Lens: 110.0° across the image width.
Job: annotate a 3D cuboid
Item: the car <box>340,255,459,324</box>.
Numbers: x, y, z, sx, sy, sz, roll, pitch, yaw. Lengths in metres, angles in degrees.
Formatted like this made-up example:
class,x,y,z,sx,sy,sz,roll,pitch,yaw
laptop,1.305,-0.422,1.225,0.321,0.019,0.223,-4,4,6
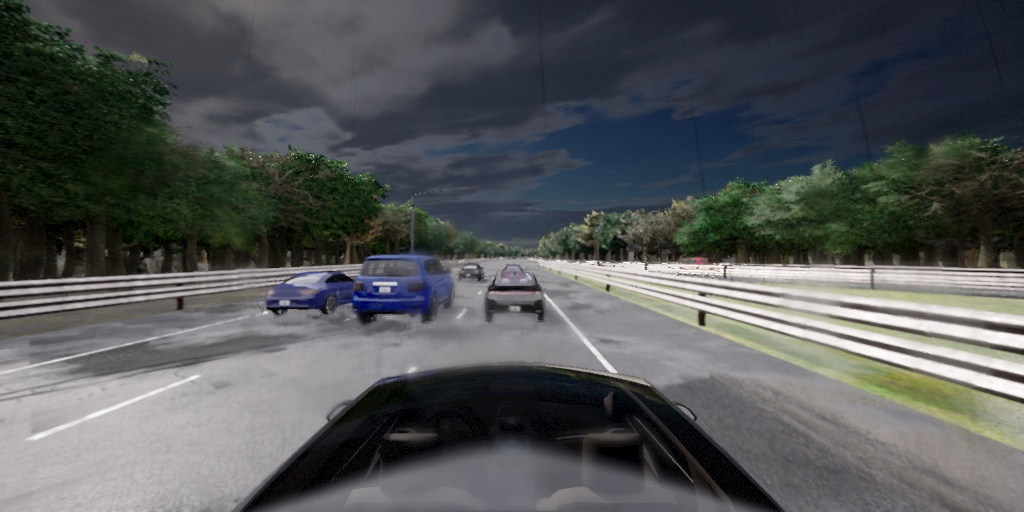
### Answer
class,x,y,z,sx,sy,sz,roll,pitch,yaw
car,-3.394,0.990,12.233,2.150,2.045,5.566,0,0,0

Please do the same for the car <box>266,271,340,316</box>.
class,x,y,z,sx,sy,sz,roll,pitch,yaw
car,-6.910,1.267,13.199,1.812,1.442,4.674,0,0,0

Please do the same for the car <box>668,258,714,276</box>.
class,x,y,z,sx,sy,sz,roll,pitch,yaw
car,20.747,1.249,41.977,2.150,2.045,5.566,0,-1,-19

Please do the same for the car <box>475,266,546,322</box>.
class,x,y,z,sx,sy,sz,roll,pitch,yaw
car,0.096,1.267,12.419,2.128,1.511,4.902,0,0,0

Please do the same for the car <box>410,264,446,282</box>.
class,x,y,z,sx,sy,sz,roll,pitch,yaw
car,-6.907,1.380,29.998,1.994,1.385,4.181,0,-1,0

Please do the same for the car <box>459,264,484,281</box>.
class,x,y,z,sx,sy,sz,roll,pitch,yaw
car,-3.408,1.360,30.531,1.812,1.442,4.674,0,0,0
